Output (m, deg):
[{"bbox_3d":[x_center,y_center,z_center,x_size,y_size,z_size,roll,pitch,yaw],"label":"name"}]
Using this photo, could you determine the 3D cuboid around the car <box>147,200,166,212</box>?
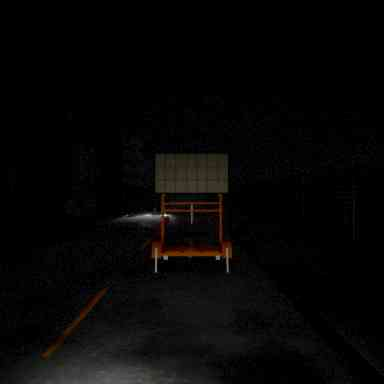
[{"bbox_3d":[-4.025,1.600,38.151,1.895,1.301,4.718,0,0,0],"label":"car"}]

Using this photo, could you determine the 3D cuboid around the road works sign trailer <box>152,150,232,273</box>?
[{"bbox_3d":[-0.007,0.464,10.646,2.380,3.560,2.880,0,0,0],"label":"road works sign trailer"}]
